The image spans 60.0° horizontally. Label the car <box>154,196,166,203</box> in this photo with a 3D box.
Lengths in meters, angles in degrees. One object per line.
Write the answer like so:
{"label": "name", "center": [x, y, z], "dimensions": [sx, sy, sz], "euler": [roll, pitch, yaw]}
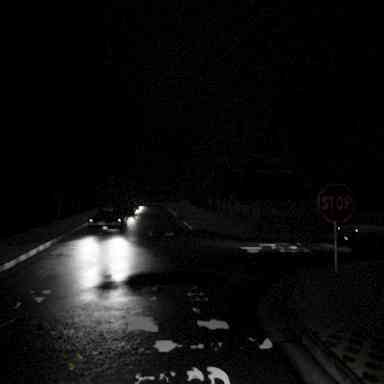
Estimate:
{"label": "car", "center": [-6.317, 1.451, 66.824], "dimensions": [1.812, 1.442, 4.674], "euler": [0, 0, 3]}

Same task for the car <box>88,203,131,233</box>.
{"label": "car", "center": [-4.782, 1.539, 19.397], "dimensions": [1.895, 1.301, 4.718], "euler": [0, 0, -7]}

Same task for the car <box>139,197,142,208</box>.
{"label": "car", "center": [-7.615, 1.346, 41.882], "dimensions": [1.882, 1.535, 5.008], "euler": [0, 0, -7]}

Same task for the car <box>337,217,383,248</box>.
{"label": "car", "center": [9.072, 1.781, 15.047], "dimensions": [4.718, 1.301, 1.895], "euler": [1, -3, -5]}

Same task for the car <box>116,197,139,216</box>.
{"label": "car", "center": [-6.283, 1.398, 31.130], "dimensions": [1.837, 1.490, 4.892], "euler": [0, 0, -7]}
